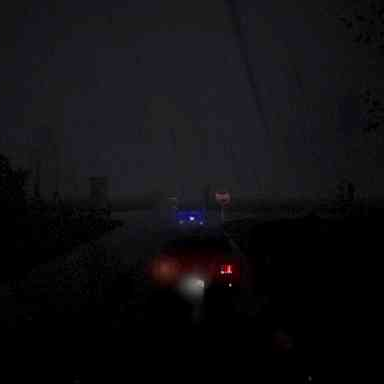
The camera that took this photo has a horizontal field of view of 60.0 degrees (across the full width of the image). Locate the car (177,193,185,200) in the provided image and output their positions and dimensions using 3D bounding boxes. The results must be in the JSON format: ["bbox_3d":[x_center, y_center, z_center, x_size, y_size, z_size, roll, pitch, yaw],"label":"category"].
[{"bbox_3d":[-2.684,1.106,82.202,1.837,1.490,4.892,0,0,0],"label":"car"}]

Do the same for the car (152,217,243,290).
[{"bbox_3d":[0.105,1.590,9.005,1.895,1.301,4.718,0,0,0],"label":"car"}]

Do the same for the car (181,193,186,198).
[{"bbox_3d":[-2.707,1.285,67.061,1.882,1.535,5.008,0,0,0],"label":"car"}]

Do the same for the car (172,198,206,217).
[{"bbox_3d":[-0.176,1.443,22.454,1.882,1.535,5.008,0,0,-4],"label":"car"}]

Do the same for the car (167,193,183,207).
[{"bbox_3d":[-2.794,1.358,50.481,1.882,1.535,5.008,0,0,0],"label":"car"}]
